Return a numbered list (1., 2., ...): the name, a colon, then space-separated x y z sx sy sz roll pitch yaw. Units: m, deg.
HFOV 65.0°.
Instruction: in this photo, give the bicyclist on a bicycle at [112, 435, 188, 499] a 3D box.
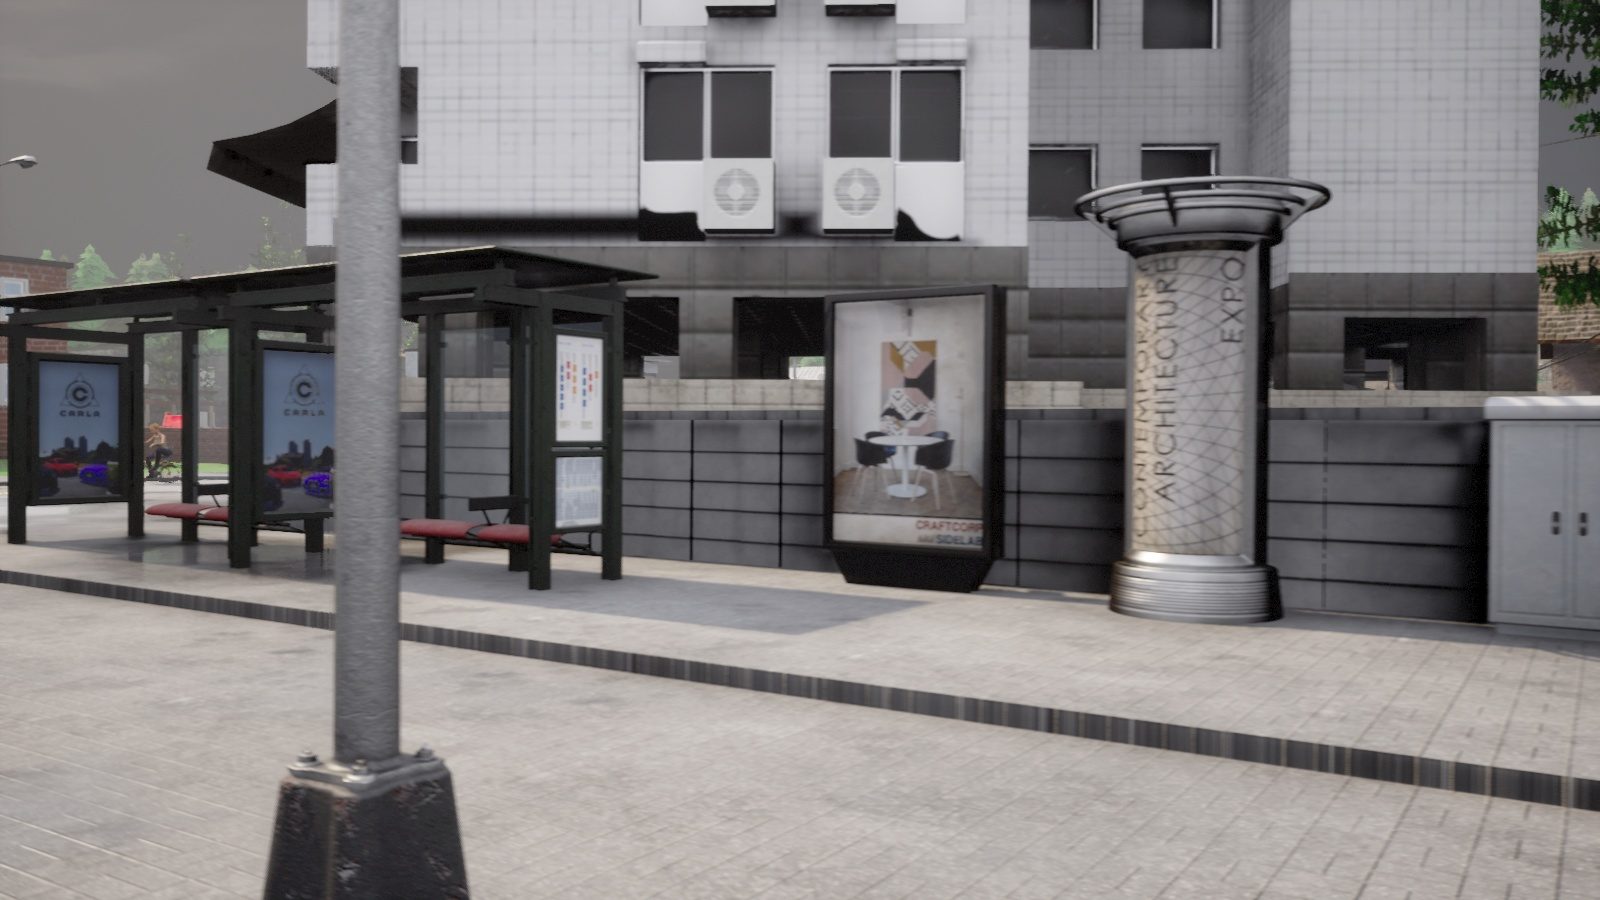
1. bicyclist on a bicycle: -17.044 0.422 32.945 0.866 1.612 1.509 0 1 33
